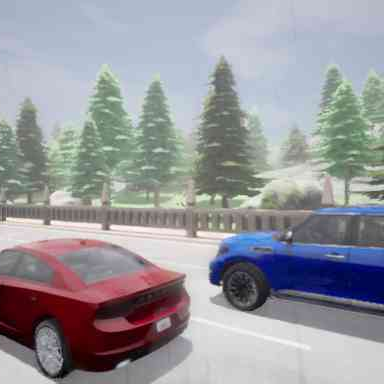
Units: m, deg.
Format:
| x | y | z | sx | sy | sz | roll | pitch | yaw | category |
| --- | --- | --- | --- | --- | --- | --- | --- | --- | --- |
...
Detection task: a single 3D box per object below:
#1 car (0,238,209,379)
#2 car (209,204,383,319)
| x | y | z | sx | sy | sz | roll | pitch | yaw | category |
| --- | --- | --- | --- | --- | --- | --- | --- | --- | --- |
| -2.368 | 1.530 | 5.657 | 5.008 | 1.535 | 1.882 | 0 | 0 | 36 | car |
| 2.983 | 1.236 | 6.109 | 5.566 | 2.045 | 2.150 | 0 | 0 | 36 | car |
